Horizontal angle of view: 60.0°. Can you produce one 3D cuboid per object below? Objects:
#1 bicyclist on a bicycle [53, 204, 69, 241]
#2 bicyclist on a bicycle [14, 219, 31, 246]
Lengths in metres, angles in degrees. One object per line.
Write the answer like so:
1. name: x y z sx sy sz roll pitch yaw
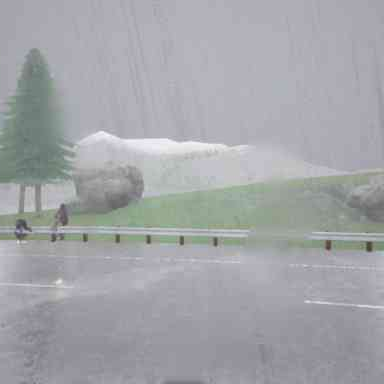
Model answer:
1. bicyclist on a bicycle: -5.988 1.370 15.204 0.582 1.620 1.656 5 -16 -3
2. bicyclist on a bicycle: -7.535 1.731 14.651 0.582 1.656 1.620 1 0 -26
